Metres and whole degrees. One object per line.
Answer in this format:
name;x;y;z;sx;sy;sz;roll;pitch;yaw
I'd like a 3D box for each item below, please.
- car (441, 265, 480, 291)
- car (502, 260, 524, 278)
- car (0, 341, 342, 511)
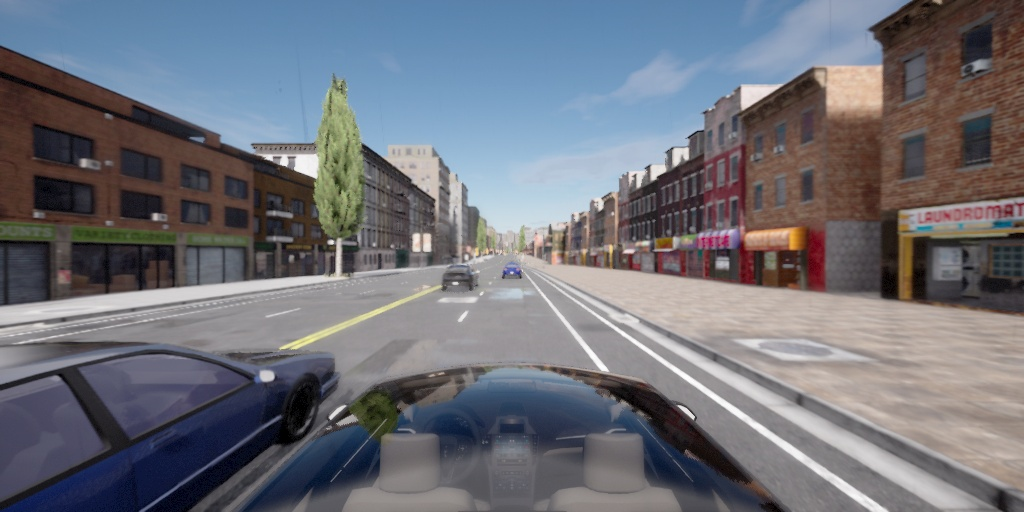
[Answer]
car;-3.150;1.290;22.420;1.837;1.490;4.892;0;0;0
car;0.021;1.367;34.723;1.812;1.442;4.674;0;0;1
car;-3.152;1.298;2.239;2.033;1.411;5.357;0;0;0
